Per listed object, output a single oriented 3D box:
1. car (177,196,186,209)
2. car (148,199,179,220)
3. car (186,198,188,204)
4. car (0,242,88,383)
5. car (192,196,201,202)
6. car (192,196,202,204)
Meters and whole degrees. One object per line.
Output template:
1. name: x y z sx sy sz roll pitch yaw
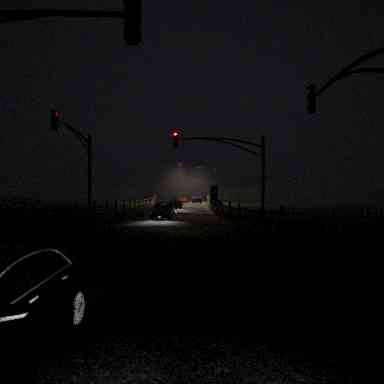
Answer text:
1. car: -2.263 1.574 43.895 1.994 1.385 4.181 0 0 1
2. car: -2.505 1.552 28.550 2.033 1.411 5.357 0 0 1
3. car: -1.902 1.542 63.906 1.812 1.442 4.674 0 0 1
4. car: -2.776 1.505 4.084 1.837 1.490 4.892 0 0 1
5. car: 1.092 1.617 75.929 1.895 1.301 4.718 0 0 1
6. car: 1.030 1.495 65.895 1.882 1.535 5.008 0 0 1
